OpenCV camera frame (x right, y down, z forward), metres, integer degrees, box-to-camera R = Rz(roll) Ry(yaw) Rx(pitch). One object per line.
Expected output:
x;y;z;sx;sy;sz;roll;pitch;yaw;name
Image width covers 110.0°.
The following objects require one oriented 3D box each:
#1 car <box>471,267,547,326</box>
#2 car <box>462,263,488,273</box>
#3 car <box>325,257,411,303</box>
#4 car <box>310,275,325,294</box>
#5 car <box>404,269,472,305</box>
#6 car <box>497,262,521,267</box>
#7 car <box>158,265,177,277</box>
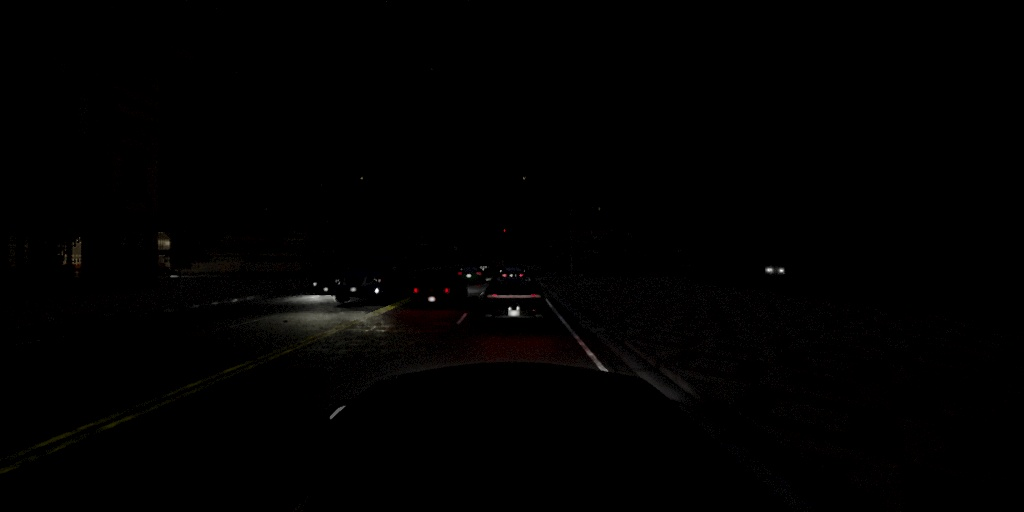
0.059;1.293;11.829;2.128;1.511;4.902;0;0;0;car
-3.205;1.451;28.733;1.994;1.385;4.181;0;0;0;car
-6.615;1.054;17.712;2.150;2.045;5.566;0;0;0;car
-9.860;1.400;21.654;2.033;1.411;5.357;0;0;0;car
-3.177;1.425;16.442;1.895;1.301;4.718;0;0;0;car
0.053;1.431;27.758;2.033;1.411;5.357;0;0;-1;car
-44.084;1.833;44.283;4.181;1.385;1.994;0;0;0;car
